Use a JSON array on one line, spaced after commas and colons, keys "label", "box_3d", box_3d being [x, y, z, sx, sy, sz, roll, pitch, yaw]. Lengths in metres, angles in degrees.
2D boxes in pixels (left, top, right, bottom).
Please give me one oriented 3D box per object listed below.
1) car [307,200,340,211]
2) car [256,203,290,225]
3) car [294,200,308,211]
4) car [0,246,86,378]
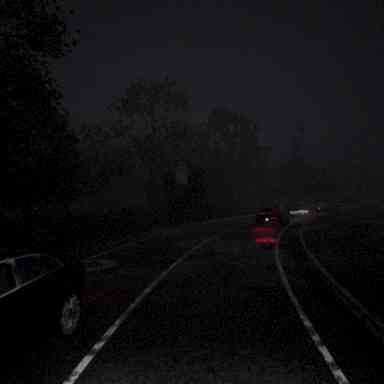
[{"label": "car", "box_3d": [15.904, 1.561, 39.510, 1.895, 1.301, 4.718, -5, -2, 41]}, {"label": "car", "box_3d": [6.018, 1.570, 24.542, 1.837, 1.490, 4.892, -3, -1, 24]}, {"label": "car", "box_3d": [14.952, 1.710, 43.527, 1.994, 1.385, 4.181, -5, -3, 43]}, {"label": "car", "box_3d": [-2.933, 1.506, 3.935, 2.128, 1.511, 4.902, 0, 0, 6]}]
